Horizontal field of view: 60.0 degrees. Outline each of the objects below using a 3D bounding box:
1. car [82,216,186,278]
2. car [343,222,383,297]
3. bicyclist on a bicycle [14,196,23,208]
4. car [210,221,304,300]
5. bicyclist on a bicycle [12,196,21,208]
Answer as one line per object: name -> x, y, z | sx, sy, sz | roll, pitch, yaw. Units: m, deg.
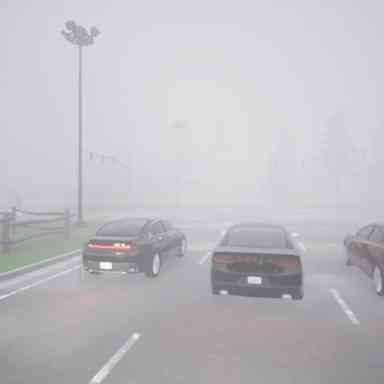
car -> -1.508, 1.504, 10.278 | 1.837, 1.490, 4.892 | 0, 0, 13
car -> 5.251, 1.477, 8.412 | 1.882, 1.535, 5.008 | 0, 0, 13
bicyclist on a bicycle -> -22.633, 1.298, 43.865 | 0.582, 1.620, 1.656 | 0, 0, -8
car -> 1.696, 1.477, 8.549 | 1.882, 1.535, 5.008 | 0, 0, 13
bicyclist on a bicycle -> -23.074, 1.298, 43.801 | 0.582, 1.620, 1.656 | 0, 0, -8
